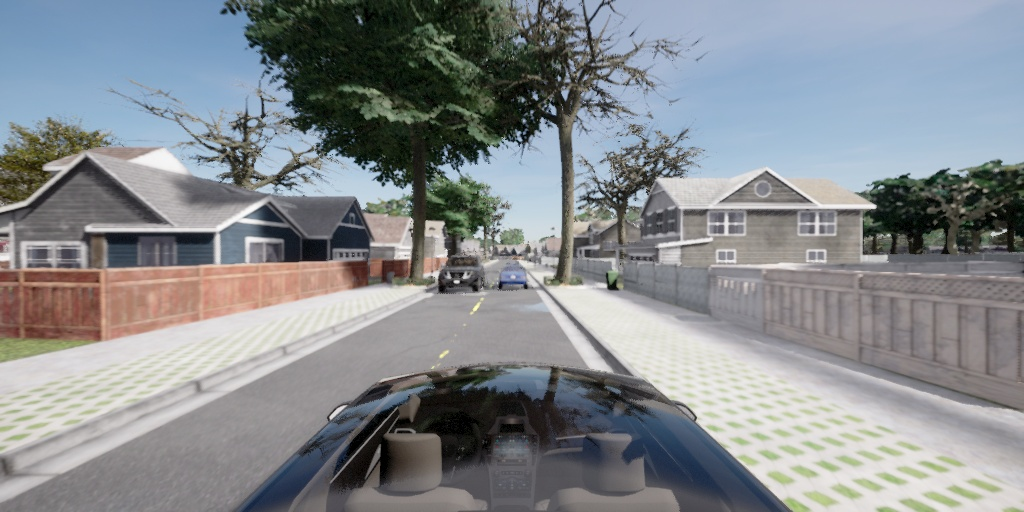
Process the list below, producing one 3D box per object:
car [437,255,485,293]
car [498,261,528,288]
[{"bbox_3d":[-2.771,0.960,20.837,2.150,2.045,5.566,0,0,0],"label":"car"},{"bbox_3d":[0.079,1.281,23.470,2.033,1.411,5.357,0,0,0],"label":"car"}]
